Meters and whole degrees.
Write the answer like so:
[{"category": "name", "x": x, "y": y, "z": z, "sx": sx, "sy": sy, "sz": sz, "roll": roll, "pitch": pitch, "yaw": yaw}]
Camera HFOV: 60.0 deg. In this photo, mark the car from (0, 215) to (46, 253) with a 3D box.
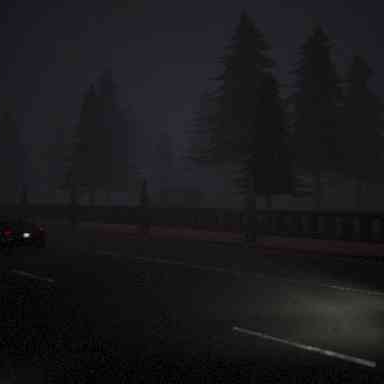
[{"category": "car", "x": -8.027, "y": 1.649, "z": 14.008, "sx": 4.181, "sy": 1.385, "sz": 1.994, "roll": 0, "pitch": 0, "yaw": 35}]
